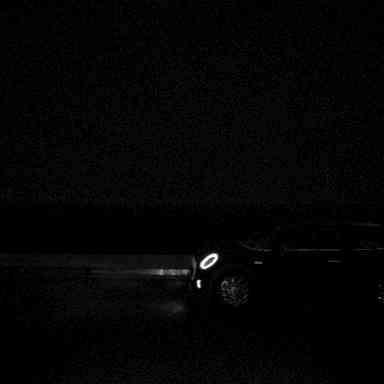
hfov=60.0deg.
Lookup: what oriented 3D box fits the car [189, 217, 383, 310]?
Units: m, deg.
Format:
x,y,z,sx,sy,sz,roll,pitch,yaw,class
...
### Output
x,y,z,sx,sy,sz,roll,pitch,yaw,class
2.206,1.405,7.418,4.553,1.767,2.097,1,0,-1,car
